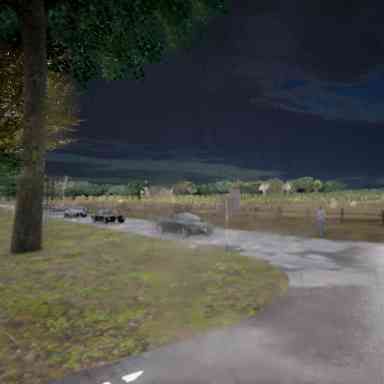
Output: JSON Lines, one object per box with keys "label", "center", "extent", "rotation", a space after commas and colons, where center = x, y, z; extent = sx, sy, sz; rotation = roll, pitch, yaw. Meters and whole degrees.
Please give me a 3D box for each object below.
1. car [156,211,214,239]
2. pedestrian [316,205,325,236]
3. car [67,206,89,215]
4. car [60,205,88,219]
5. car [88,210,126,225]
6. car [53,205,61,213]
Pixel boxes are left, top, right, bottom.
{"label": "car", "center": [-0.579, 2.032, 21.241], "extent": [1.837, 1.490, 4.892], "rotation": [0, -1, -35]}
{"label": "pedestrian", "center": [7.687, 1.692, 19.807], "extent": [0.375, 1.860, 0.375], "rotation": [-2, 1, -35]}
{"label": "car", "center": [-17.373, 2.776, 50.596], "extent": [1.895, 1.301, 4.718], "rotation": [0, -1, -35]}
{"label": "car", "center": [-14.496, 2.578, 41.333], "extent": [1.994, 1.385, 4.181], "rotation": [0, -1, -34]}
{"label": "car", "center": [-8.124, 2.396, 32.109], "extent": [1.895, 1.301, 4.718], "rotation": [0, -1, -35]}
{"label": "car", "center": [-23.174, 2.932, 58.946], "extent": [1.994, 1.385, 4.181], "rotation": [0, -1, -35]}
